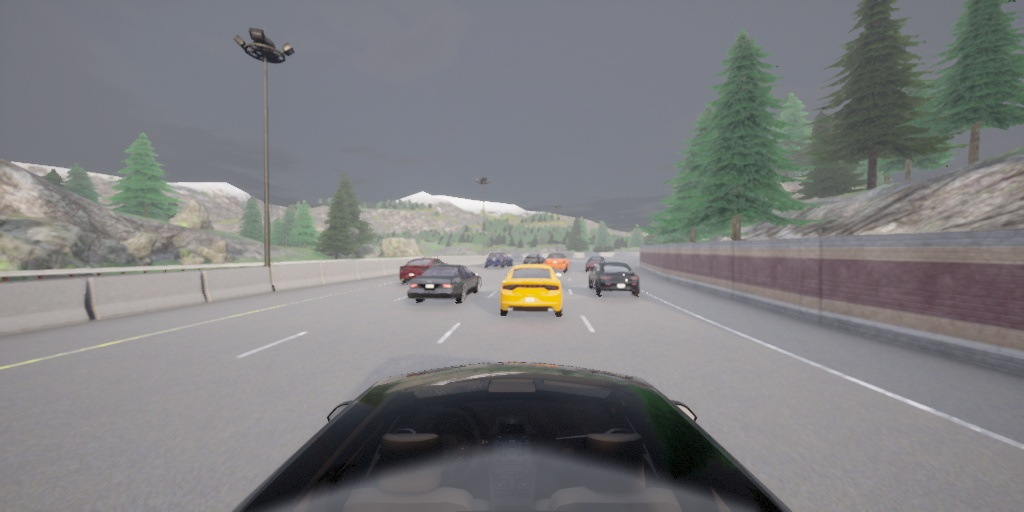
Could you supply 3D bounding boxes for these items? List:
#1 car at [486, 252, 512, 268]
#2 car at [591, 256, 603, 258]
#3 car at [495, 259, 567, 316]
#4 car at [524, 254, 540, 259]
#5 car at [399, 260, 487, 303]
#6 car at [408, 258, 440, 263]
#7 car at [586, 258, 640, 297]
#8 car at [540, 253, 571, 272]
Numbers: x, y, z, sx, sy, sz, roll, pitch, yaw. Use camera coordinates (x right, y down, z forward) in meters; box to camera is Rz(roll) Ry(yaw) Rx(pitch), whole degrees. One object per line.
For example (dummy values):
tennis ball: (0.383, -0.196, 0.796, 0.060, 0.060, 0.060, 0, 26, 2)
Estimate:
car: (-1.301, 0.394, 39.477, 2.097, 1.767, 4.553, 0, 1, 16)
car: (8.037, 0.723, 33.916, 1.994, 1.385, 4.181, 0, 1, 14)
car: (0.713, 1.026, 12.524, 1.882, 1.535, 5.008, 0, 1, 5)
car: (2.634, 0.519, 40.534, 2.128, 1.511, 4.902, 0, 1, 16)
car: (-2.590, 1.047, 14.896, 2.033, 1.411, 5.357, 0, 1, 6)
car: (-5.142, 0.839, 22.087, 1.882, 1.535, 5.008, 0, 1, 8)
car: (4.690, 1.000, 16.799, 1.812, 1.442, 4.674, 0, 1, 7)
car: (4.255, 0.518, 33.235, 2.097, 1.767, 4.553, 0, 1, 14)
